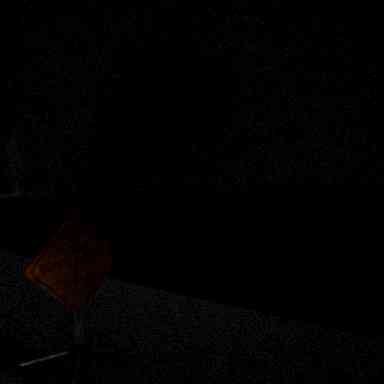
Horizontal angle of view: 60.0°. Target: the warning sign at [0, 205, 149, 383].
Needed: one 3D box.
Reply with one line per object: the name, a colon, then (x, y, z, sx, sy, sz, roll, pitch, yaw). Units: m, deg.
warning sign: (-1.386, 1.121, 4.032, 1.060, 1.860, 1.300, -2, 0, 36)
